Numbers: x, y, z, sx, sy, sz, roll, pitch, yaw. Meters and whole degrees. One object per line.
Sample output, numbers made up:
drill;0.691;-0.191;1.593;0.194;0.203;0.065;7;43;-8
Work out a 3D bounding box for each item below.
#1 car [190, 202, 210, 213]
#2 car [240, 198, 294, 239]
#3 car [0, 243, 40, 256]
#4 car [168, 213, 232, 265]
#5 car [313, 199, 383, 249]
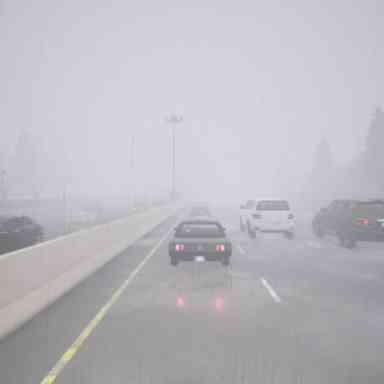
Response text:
car;0.850;1.721;33.075;1.812;1.442;4.674;0;0;2
car;3.958;1.336;18.310;2.150;2.045;5.566;0;0;2
car;-6.914;1.565;11.620;1.837;1.490;4.892;0;0;1
car;0.292;1.672;11.950;1.895;1.301;4.718;0;0;1
car;7.375;1.322;15.194;2.150;2.045;5.566;0;0;2
